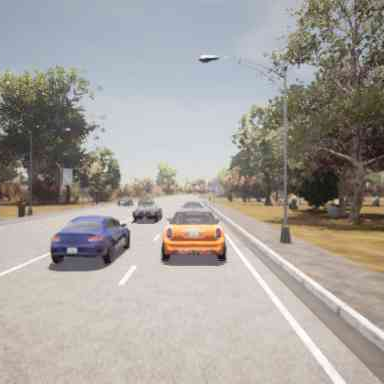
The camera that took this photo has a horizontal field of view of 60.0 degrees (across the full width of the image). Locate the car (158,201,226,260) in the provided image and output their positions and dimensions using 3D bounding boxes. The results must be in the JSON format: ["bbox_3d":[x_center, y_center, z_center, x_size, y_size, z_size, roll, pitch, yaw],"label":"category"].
[{"bbox_3d":[0.073,1.369,12.608,2.097,1.767,4.553,0,0,0],"label":"car"}]

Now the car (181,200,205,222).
[{"bbox_3d":[0.082,1.524,27.989,1.837,1.490,4.892,0,0,0],"label":"car"}]

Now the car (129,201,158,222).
[{"bbox_3d":[-3.427,1.619,26.464,1.895,1.301,4.718,0,0,0],"label":"car"}]

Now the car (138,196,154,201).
[{"bbox_3d":[-7.052,1.370,50.797,2.097,1.767,4.553,0,0,0],"label":"car"}]

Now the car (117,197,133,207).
[{"bbox_3d":[-10.539,1.509,52.717,2.128,1.511,4.902,0,0,0],"label":"car"}]

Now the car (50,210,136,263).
[{"bbox_3d":[-3.431,1.545,11.876,1.812,1.442,4.674,0,-1,0],"label":"car"}]
